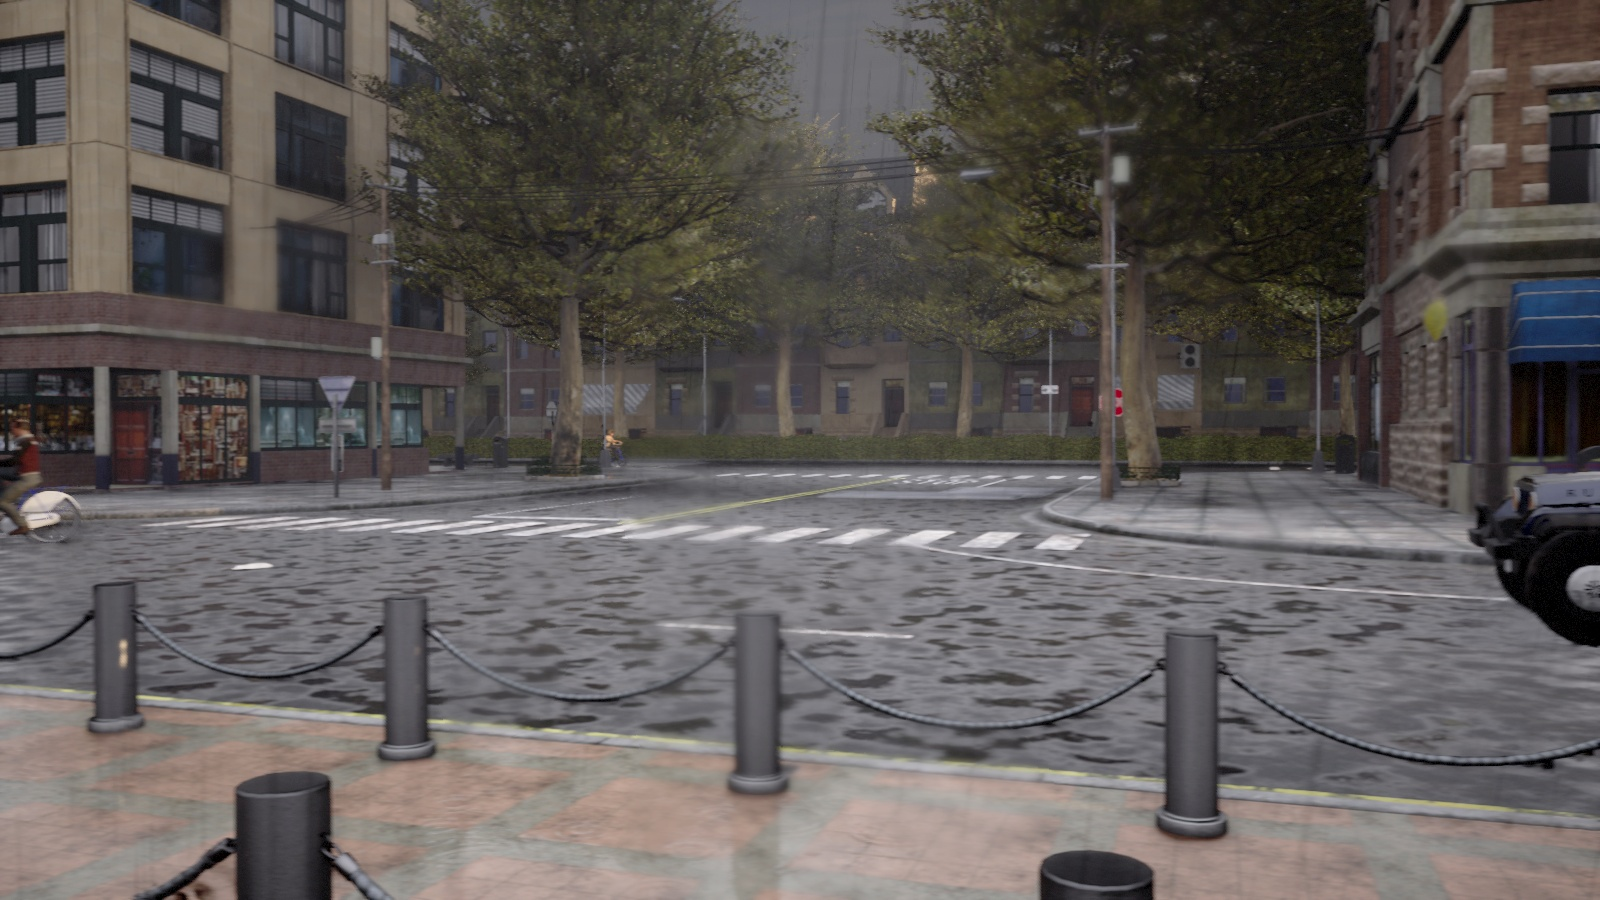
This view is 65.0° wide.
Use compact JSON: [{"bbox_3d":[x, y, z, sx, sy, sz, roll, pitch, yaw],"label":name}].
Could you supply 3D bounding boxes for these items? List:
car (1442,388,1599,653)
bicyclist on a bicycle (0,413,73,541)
[{"bbox_3d":[7.065,0.499,9.375,3.866,1.878,1.905,1,1,22],"label":"car"},{"bbox_3d":[-11.338,0.372,17.647,1.843,1.776,0.659,0,0,-17],"label":"bicyclist on a bicycle"}]
